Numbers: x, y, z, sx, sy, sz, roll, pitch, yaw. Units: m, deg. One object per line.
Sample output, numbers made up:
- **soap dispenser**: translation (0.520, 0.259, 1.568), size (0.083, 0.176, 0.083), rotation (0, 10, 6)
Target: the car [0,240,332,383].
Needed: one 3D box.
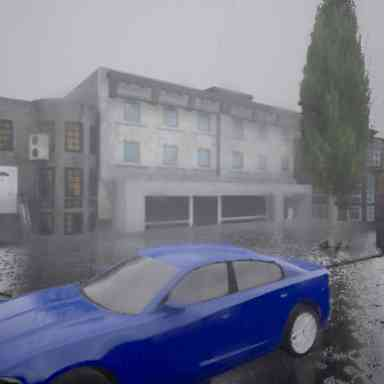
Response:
- **car**: translation (-0.174, 1.485, 4.475), size (5.008, 1.535, 1.882), rotation (1, 0, -35)
